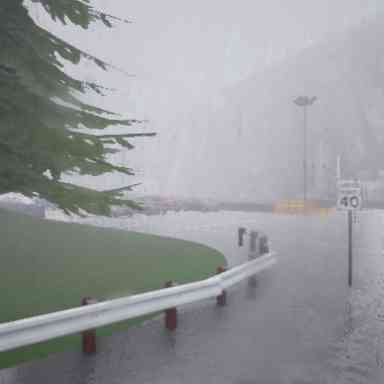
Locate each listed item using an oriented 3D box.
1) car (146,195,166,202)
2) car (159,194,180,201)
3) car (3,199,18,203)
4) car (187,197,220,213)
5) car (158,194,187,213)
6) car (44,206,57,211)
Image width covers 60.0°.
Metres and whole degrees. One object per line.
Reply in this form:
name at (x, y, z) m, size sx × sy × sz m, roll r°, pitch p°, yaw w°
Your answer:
car at (-7.996, 1.321, 73.149) m, size 1.812 × 1.442 × 4.674 m, roll 0°, pitch 1°, yaw -43°
car at (-5.142, 1.275, 75.217) m, size 1.882 × 1.535 × 5.008 m, roll 0°, pitch 1°, yaw -43°
car at (-30.212, 1.382, 55.921) m, size 1.895 × 1.301 × 4.718 m, roll 0°, pitch 1°, yaw -42°
car at (1.040, 1.371, 37.417) m, size 2.097 × 1.767 × 4.553 m, roll 0°, pitch 0°, yaw -43°
car at (-3.517, 1.235, 37.169) m, size 2.150 × 2.045 × 5.566 m, roll 0°, pitch 0°, yaw -43°
car at (-16.797, 1.204, 41.230) m, size 2.150 × 2.045 × 5.566 m, roll 0°, pitch 0°, yaw -43°
